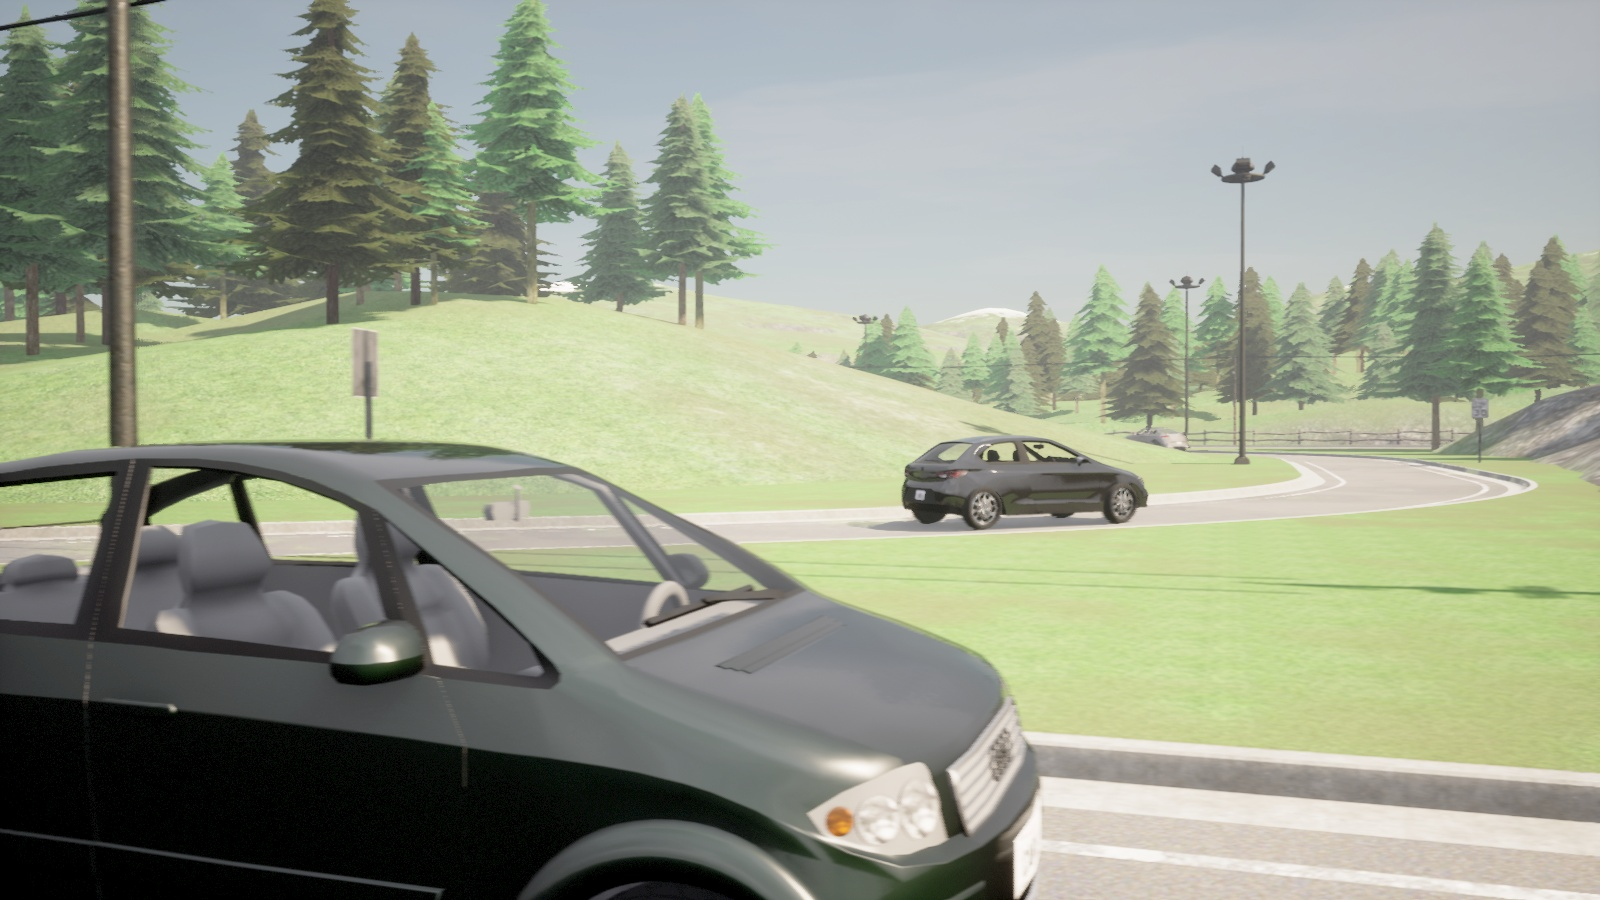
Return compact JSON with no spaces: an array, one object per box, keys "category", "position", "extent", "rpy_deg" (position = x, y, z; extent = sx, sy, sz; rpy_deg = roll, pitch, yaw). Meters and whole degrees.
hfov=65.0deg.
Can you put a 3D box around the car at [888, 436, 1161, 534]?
[{"category":"car","position":[3.745,0.520,20.868],"extent":[4.193,1.474,1.816],"rpy_deg":[0,1,-27]}]

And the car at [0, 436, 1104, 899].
[{"category":"car","position":[-1.119,0.744,3.570],"extent":[3.705,1.549,1.789],"rpy_deg":[0,1,19]}]

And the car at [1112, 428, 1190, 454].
[{"category":"car","position":[22.615,-0.608,81.091],"extent":[2.152,1.651,5.027],"rpy_deg":[0,1,-24]}]
